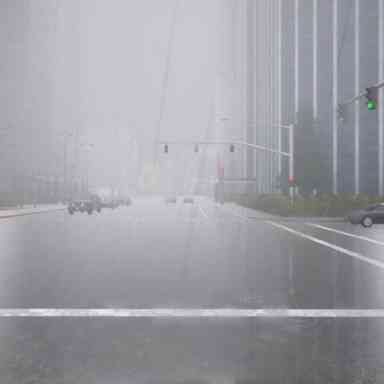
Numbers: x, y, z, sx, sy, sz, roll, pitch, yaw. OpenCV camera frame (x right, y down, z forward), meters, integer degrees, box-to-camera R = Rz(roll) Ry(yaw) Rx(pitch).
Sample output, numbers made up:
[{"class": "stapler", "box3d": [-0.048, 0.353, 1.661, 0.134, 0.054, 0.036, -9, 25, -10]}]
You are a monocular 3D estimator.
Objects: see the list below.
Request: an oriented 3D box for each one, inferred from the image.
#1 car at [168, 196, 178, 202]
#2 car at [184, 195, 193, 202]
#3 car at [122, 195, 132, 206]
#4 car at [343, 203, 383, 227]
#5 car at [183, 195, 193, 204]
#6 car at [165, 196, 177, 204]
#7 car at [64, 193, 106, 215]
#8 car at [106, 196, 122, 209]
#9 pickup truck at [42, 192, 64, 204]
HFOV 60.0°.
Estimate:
[{"class": "car", "box3d": [-4.326, 1.540, 75.217, 2.033, 1.411, 5.357, 0, 0, 0]}, {"class": "car", "box3d": [-0.830, 1.386, 75.547, 1.882, 1.535, 5.008, 0, 0, 0]}, {"class": "car", "box3d": [-11.244, 1.352, 54.579, 2.097, 1.767, 4.553, 0, 0, -1]}, {"class": "car", "box3d": [12.633, 1.505, 22.033, 4.892, 1.490, 1.837, 0, 0, 0]}, {"class": "car", "box3d": [-0.745, 1.525, 65.296, 1.812, 1.442, 4.674, 0, 0, 0]}, {"class": "car", "box3d": [-4.142, 1.600, 64.957, 1.895, 1.301, 4.718, 0, 0, 0]}, {"class": "car", "box3d": [-11.086, 1.221, 34.843, 2.150, 2.045, 5.566, 0, 0, -1]}, {"class": "car", "box3d": [-11.170, 1.564, 44.372, 1.994, 1.385, 4.181, 0, 0, -1]}, {"class": "pickup truck", "box3d": [-24.323, 1.058, 59.995, 2.390, 2.098, 6.274, 0, 0, 30]}]
